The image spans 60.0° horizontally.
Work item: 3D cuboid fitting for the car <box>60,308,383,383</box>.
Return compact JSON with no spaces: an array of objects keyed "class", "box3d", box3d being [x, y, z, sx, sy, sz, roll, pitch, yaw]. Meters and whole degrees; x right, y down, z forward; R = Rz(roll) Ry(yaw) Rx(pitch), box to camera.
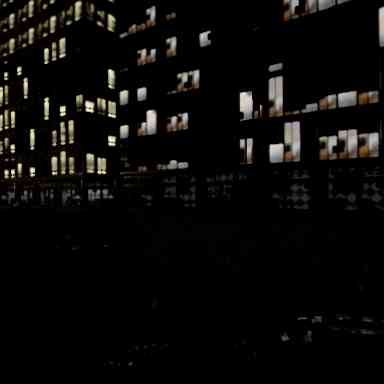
[{"class":"car","box3d":[0.844,1.572,2.267,4.313,1.339,1.947,-1,0,36]}]
